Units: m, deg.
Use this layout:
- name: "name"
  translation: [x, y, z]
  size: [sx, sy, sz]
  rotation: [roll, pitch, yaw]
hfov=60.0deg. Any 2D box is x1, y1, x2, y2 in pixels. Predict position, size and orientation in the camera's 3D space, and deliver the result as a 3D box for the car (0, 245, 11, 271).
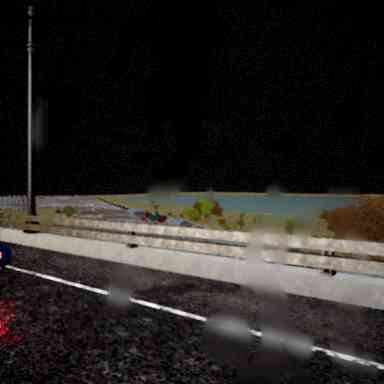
- name: "car"
  translation: [-6.941, 1.596, 8.998]
  size: [4.718, 1.301, 1.895]
  rotation: [0, 0, 36]
